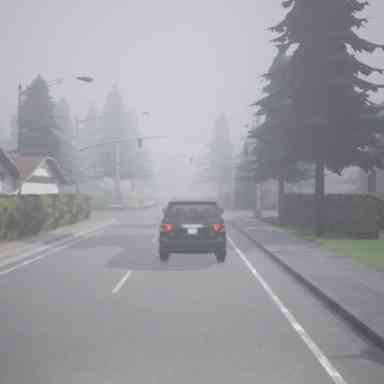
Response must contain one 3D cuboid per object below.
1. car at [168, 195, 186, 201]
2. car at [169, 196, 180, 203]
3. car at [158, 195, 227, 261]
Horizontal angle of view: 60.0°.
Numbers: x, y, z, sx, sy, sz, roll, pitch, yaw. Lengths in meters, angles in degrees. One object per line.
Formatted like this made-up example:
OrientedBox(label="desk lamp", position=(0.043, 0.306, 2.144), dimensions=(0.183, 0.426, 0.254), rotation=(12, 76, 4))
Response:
OrientedBox(label="car", position=(-3.689, 1.431, 81.282), dimensions=(1.882, 1.535, 5.008), rotation=(0, 0, -35))
OrientedBox(label="car", position=(-3.472, 1.520, 66.692), dimensions=(1.994, 1.385, 4.181), rotation=(0, 0, 0))
OrientedBox(label="car", position=(0.040, 1.216, 12.351), dimensions=(2.150, 2.045, 5.566), rotation=(0, 0, 1))
